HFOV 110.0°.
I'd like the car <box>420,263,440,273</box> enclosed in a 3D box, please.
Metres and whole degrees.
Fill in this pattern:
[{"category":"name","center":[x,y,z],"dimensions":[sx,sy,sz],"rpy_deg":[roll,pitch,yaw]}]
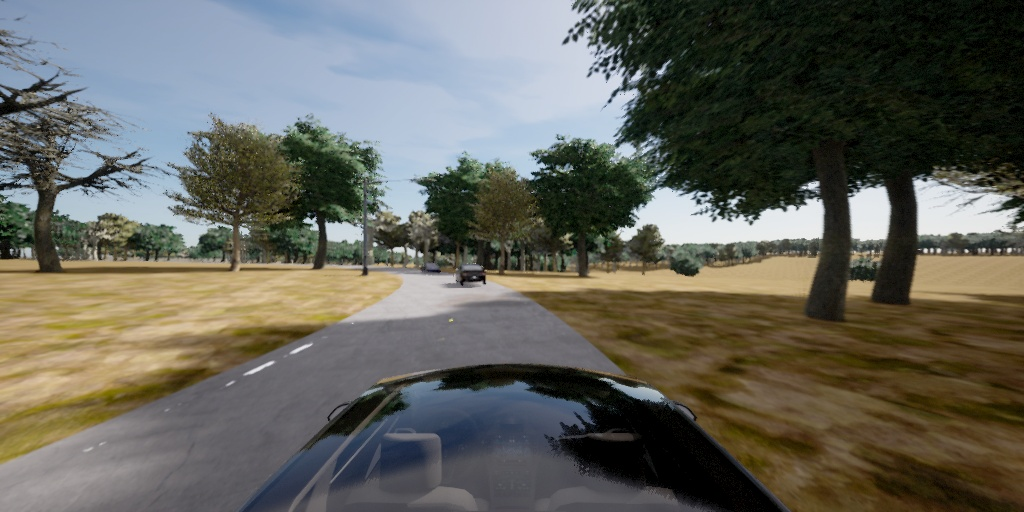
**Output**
[{"category":"car","center":[-11.360,1.593,49.556],"dimensions":[1.994,1.385,4.181],"rpy_deg":[0,0,-26]}]

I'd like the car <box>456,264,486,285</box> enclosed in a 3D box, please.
[{"category":"car","center":[-3.227,1.365,27.557],"dimensions":[1.882,1.535,5.008],"rpy_deg":[0,0,-14]}]
